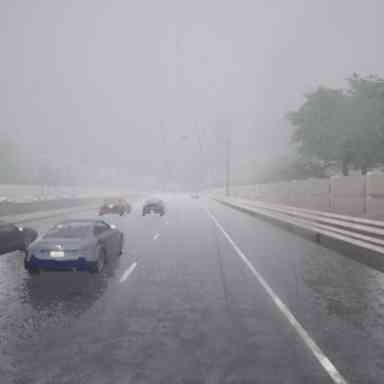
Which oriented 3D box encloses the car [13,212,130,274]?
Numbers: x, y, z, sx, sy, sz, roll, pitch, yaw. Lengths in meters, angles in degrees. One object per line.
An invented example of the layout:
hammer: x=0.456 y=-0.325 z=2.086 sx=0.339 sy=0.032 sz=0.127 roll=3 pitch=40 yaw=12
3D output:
car: x=-3.403 y=1.529 z=10.402 sx=1.994 sy=1.385 sz=4.181 roll=0 pitch=0 yaw=0

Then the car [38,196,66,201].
car: x=-17.593 y=1.361 z=43.035 sx=1.837 sy=1.490 sz=4.892 roll=0 pitch=0 yaw=0

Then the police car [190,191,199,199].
police car: x=1.022 y=1.095 z=94.565 sx=1.930 sy=1.638 sz=5.238 roll=0 pitch=0 yaw=0

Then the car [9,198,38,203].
car: x=-21.090 y=1.420 z=42.873 sx=1.994 sy=1.385 sz=4.181 roll=0 pitch=0 yaw=0

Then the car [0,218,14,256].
car: x=-6.903 y=1.512 z=10.585 sx=2.033 sy=1.411 sz=5.357 roll=0 pitch=0 yaw=0

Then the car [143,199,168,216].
car: x=-3.410 y=1.401 z=30.775 sx=1.837 sy=1.490 sz=4.892 roll=0 pitch=0 yaw=0

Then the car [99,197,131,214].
car: x=-6.908 y=1.249 z=30.438 sx=2.097 sy=1.767 sz=4.553 roll=0 pitch=0 yaw=0

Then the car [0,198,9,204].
car: x=-24.592 y=1.460 z=41.837 sx=1.895 sy=1.301 sz=4.718 roll=0 pitch=0 yaw=0
